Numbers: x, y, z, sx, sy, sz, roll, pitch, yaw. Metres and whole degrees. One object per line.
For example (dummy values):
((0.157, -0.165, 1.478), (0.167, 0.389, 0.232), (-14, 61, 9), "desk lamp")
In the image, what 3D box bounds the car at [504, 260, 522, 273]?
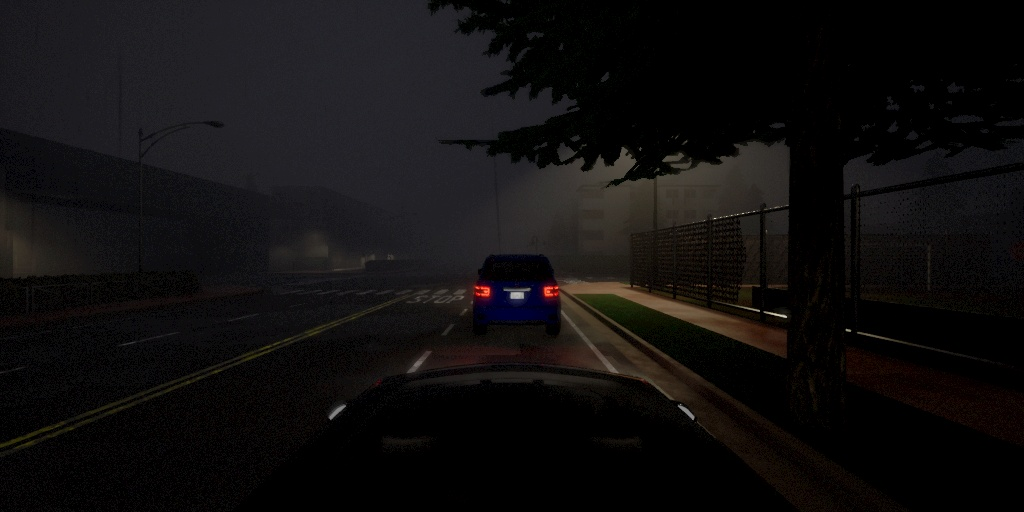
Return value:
((0.069, 1.242, 45.524), (2.128, 1.511, 4.902), (0, 0, 0), "car")

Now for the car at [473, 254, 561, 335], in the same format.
((0.124, 0.972, 10.649), (2.150, 2.045, 5.566), (0, 0, 0), "car")
